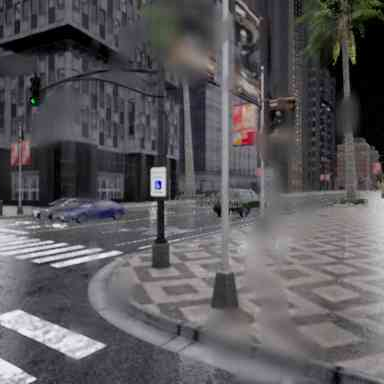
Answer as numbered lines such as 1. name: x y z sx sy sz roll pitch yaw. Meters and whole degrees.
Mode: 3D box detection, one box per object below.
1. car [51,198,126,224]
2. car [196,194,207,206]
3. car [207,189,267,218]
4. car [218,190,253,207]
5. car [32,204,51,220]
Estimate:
1. car: -6.509 1.235 22.088 1.812 1.442 4.674 0 2 36
2. car: 2.401 0.880 40.289 1.812 1.442 4.674 0 1 35
3. car: 3.741 0.795 25.036 2.150 2.045 5.566 0 1 36
4. car: 5.088 0.712 38.458 2.097 1.767 4.553 0 1 35
5. car: -9.031 1.189 24.174 2.128 1.511 4.902 0 1 35
